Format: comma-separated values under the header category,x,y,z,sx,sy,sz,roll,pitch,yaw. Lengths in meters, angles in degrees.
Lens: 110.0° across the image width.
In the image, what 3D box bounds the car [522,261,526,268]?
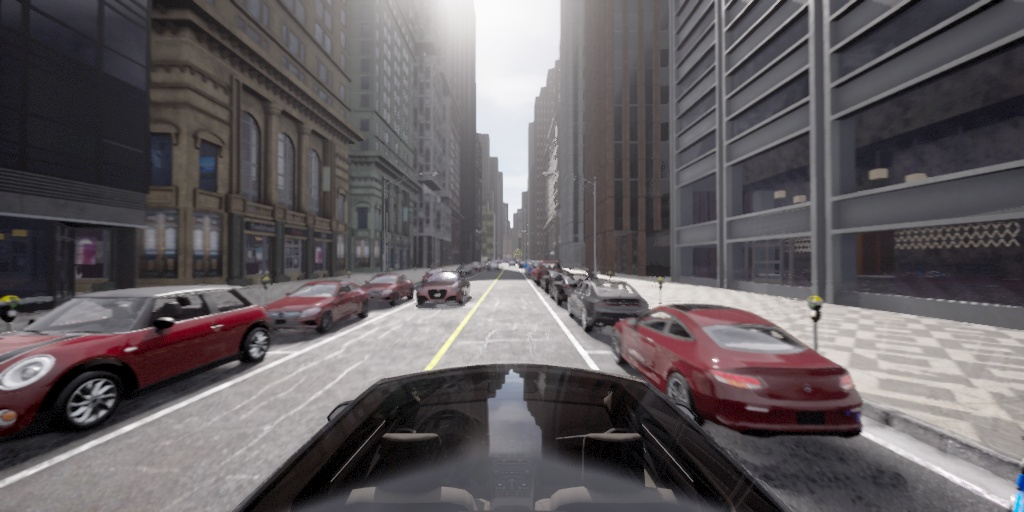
category,x,y,z,sx,sy,sz,roll,pitch,yaw
car,2.777,1.704,50.646,1.751,1.417,4.829,0,0,0

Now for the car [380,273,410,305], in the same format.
category,x,y,z,sx,sy,sz,roll,pitch,yaw
car,-5.758,1.461,16.655,1.802,1.307,4.207,0,0,0

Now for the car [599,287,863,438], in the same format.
category,x,y,z,sx,sy,sz,roll,pitch,yaw
car,2.763,1.362,5.385,1.802,1.307,4.207,0,0,0

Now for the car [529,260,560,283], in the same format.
category,x,y,z,sx,sy,sz,roll,pitch,yaw
car,2.770,1.292,27.930,2.192,1.841,5.009,0,0,0

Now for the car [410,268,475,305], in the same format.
category,x,y,z,sx,sy,sz,roll,pitch,yaw
car,-3.097,1.444,16.874,1.994,1.385,4.181,0,-1,0

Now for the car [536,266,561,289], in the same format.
category,x,y,z,sx,sy,sz,roll,pitch,yaw
car,2.768,1.493,22.294,1.948,1.339,4.313,0,0,0

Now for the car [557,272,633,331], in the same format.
category,x,y,z,sx,sy,sz,roll,pitch,yaw
car,2.765,1.379,11.022,2.007,1.370,4.403,0,0,0

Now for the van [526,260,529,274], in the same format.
category,x,y,z,sx,sy,sz,roll,pitch,yaw
van,2.773,1.418,39.203,1.690,1.789,3.998,0,0,0

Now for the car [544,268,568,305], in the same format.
category,x,y,z,sx,sy,sz,roll,pitch,yaw
car,2.767,1.443,16.658,1.948,1.339,4.313,0,0,0

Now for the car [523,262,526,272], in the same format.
category,x,y,z,sx,sy,sz,roll,pitch,yaw
car,2.775,1.678,44.840,2.007,1.370,4.403,0,0,0

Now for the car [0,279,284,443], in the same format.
category,x,y,z,sx,sy,sz,roll,pitch,yaw
car,-5.762,1.222,5.383,1.967,1.591,4.097,0,0,0

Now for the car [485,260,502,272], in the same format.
category,x,y,z,sx,sy,sz,roll,pitch,yaw
car,-3.038,1.776,58.107,1.812,1.442,4.674,0,-1,0

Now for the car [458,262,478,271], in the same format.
category,x,y,z,sx,sy,sz,roll,pitch,yaw
car,-5.750,1.695,44.836,1.948,1.339,4.313,0,0,0

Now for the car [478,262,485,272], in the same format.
category,x,y,z,sx,sy,sz,roll,pitch,yaw
car,-5.747,1.672,56.108,1.967,1.591,4.097,0,0,0

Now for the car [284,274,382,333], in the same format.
category,x,y,z,sx,sy,sz,roll,pitch,yaw
car,-5.760,1.412,11.018,1.802,1.307,4.207,0,0,0

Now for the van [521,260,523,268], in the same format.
category,x,y,z,sx,sy,sz,roll,pitch,yaw
van,2.778,1.571,56.112,1.690,1.789,3.998,0,0,0
